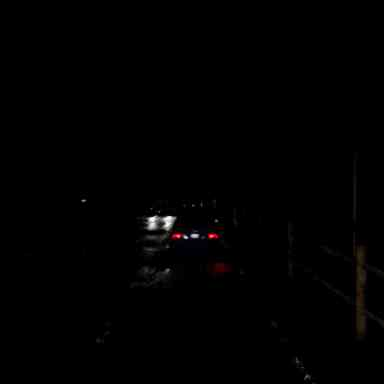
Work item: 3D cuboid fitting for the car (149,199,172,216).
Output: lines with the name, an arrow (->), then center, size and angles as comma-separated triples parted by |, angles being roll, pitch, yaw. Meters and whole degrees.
car -> -2.833, 1.413, 30.948 | 1.812, 1.442, 4.674 | 0, 0, 0

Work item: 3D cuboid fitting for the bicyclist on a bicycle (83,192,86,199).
bicyclist on a bicycle -> -22.449, 0.878, 69.373 | 0.582, 1.620, 1.656 | 1, 1, 1

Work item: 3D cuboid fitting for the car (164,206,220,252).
car -> 0.100, 1.498, 13.515 | 2.033, 1.411, 5.357 | 0, 0, 0

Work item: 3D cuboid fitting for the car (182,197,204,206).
car -> 0.111, 1.235, 31.974 | 2.097, 1.767, 4.553 | 0, 0, 0
